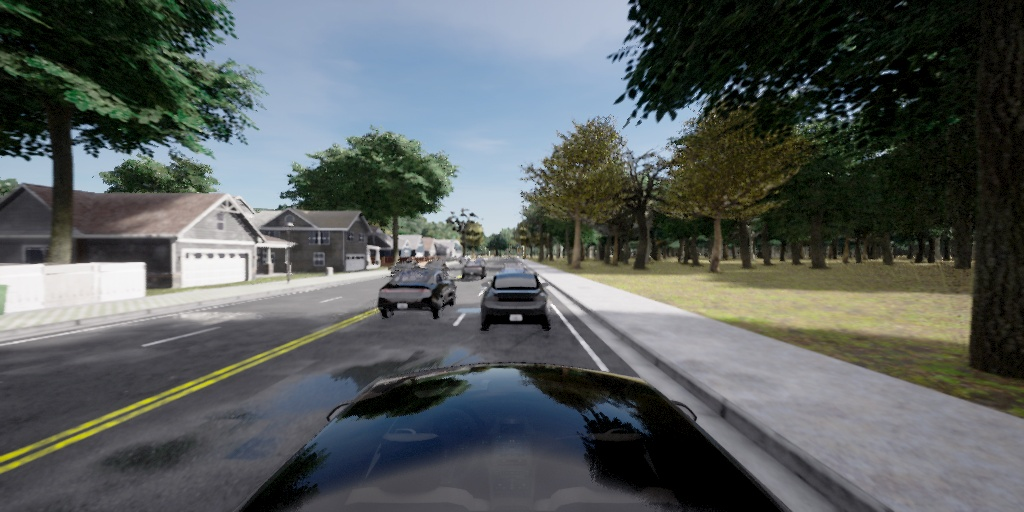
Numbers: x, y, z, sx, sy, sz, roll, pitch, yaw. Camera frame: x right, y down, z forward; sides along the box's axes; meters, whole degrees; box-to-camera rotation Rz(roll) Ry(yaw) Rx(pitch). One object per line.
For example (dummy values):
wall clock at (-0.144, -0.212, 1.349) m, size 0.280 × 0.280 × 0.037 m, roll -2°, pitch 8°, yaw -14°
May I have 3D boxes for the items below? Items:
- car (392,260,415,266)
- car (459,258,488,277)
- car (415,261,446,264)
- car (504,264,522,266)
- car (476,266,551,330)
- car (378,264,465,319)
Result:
car at (-9.855, 1.176, 33.490) m, size 1.837 × 1.490 × 4.892 m, roll 0°, pitch 0°, yaw 0°
car at (-3.159, 1.170, 30.660) m, size 2.128 × 1.511 × 4.902 m, roll 0°, pitch 0°, yaw 0°
car at (-6.606, 1.182, 30.894) m, size 1.837 × 1.490 × 4.892 m, roll 0°, pitch 0°, yaw 0°
car at (0.092, 1.283, 29.288) m, size 1.895 × 1.301 × 4.718 m, roll 0°, pitch 0°, yaw 0°
car at (0.097, 1.233, 11.015) m, size 1.837 × 1.490 × 4.892 m, roll 0°, pitch 0°, yaw 0°
car at (-3.153, 1.215, 12.729) m, size 2.128 × 1.511 × 4.902 m, roll 0°, pitch 0°, yaw 0°
